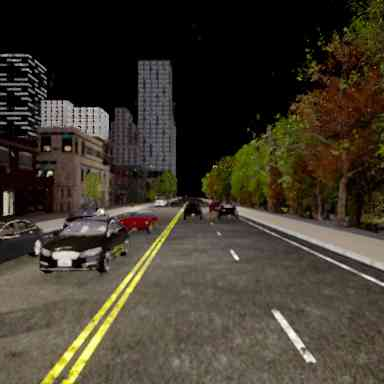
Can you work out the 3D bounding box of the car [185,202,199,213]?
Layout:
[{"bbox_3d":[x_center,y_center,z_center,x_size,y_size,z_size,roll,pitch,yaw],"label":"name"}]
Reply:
[{"bbox_3d":[0.047,2.117,46.147,1.812,1.442,4.674,0,-1,0],"label":"car"}]

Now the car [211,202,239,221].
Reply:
[{"bbox_3d":[3.351,1.904,32.059,2.128,1.511,4.902,0,-1,0],"label":"car"}]

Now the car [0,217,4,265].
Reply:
[{"bbox_3d":[-3.352,1.239,1.170,2.150,2.045,5.566,0,-1,0],"label":"car"}]

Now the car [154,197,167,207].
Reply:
[{"bbox_3d":[-6.500,2.103,68.947,2.150,2.045,5.566,0,-1,0],"label":"car"}]

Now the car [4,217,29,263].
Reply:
[{"bbox_3d":[-6.600,1.648,10.963,1.837,1.490,4.892,0,-1,0],"label":"car"}]

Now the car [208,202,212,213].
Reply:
[{"bbox_3d":[3.296,2.066,45.936,1.882,1.535,5.008,0,-1,0],"label":"car"}]

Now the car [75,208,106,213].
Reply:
[{"bbox_3d":[-6.590,1.768,21.297,2.128,1.511,4.902,0,-1,0],"label":"car"}]

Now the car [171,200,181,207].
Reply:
[{"bbox_3d":[-3.250,2.431,68.973,1.994,1.385,4.181,0,-1,0],"label":"car"}]

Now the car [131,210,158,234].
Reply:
[{"bbox_3d":[-3.339,1.879,21.536,1.895,1.301,4.718,0,-1,0],"label":"car"}]

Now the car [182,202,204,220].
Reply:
[{"bbox_3d":[0.100,1.931,33.169,1.837,1.490,4.892,0,-1,0],"label":"car"}]

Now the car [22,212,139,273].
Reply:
[{"bbox_3d":[-3.347,1.638,11.213,2.128,1.511,4.902,0,-1,0],"label":"car"}]
